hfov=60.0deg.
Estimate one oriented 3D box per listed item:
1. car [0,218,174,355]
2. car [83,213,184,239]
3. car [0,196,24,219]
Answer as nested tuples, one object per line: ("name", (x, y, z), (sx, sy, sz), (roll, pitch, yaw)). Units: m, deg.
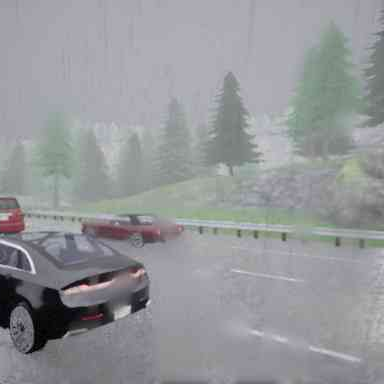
("car", (-2.950, 1.479, 6.099), (4.902, 1.511, 2.128), (0, 0, 35))
("car", (-2.743, 1.578, 14.550), (4.718, 1.301, 1.895), (0, 0, 36))
("car", (-9.967, 1.183, 15.419), (5.566, 2.045, 2.150), (0, 0, 36))
